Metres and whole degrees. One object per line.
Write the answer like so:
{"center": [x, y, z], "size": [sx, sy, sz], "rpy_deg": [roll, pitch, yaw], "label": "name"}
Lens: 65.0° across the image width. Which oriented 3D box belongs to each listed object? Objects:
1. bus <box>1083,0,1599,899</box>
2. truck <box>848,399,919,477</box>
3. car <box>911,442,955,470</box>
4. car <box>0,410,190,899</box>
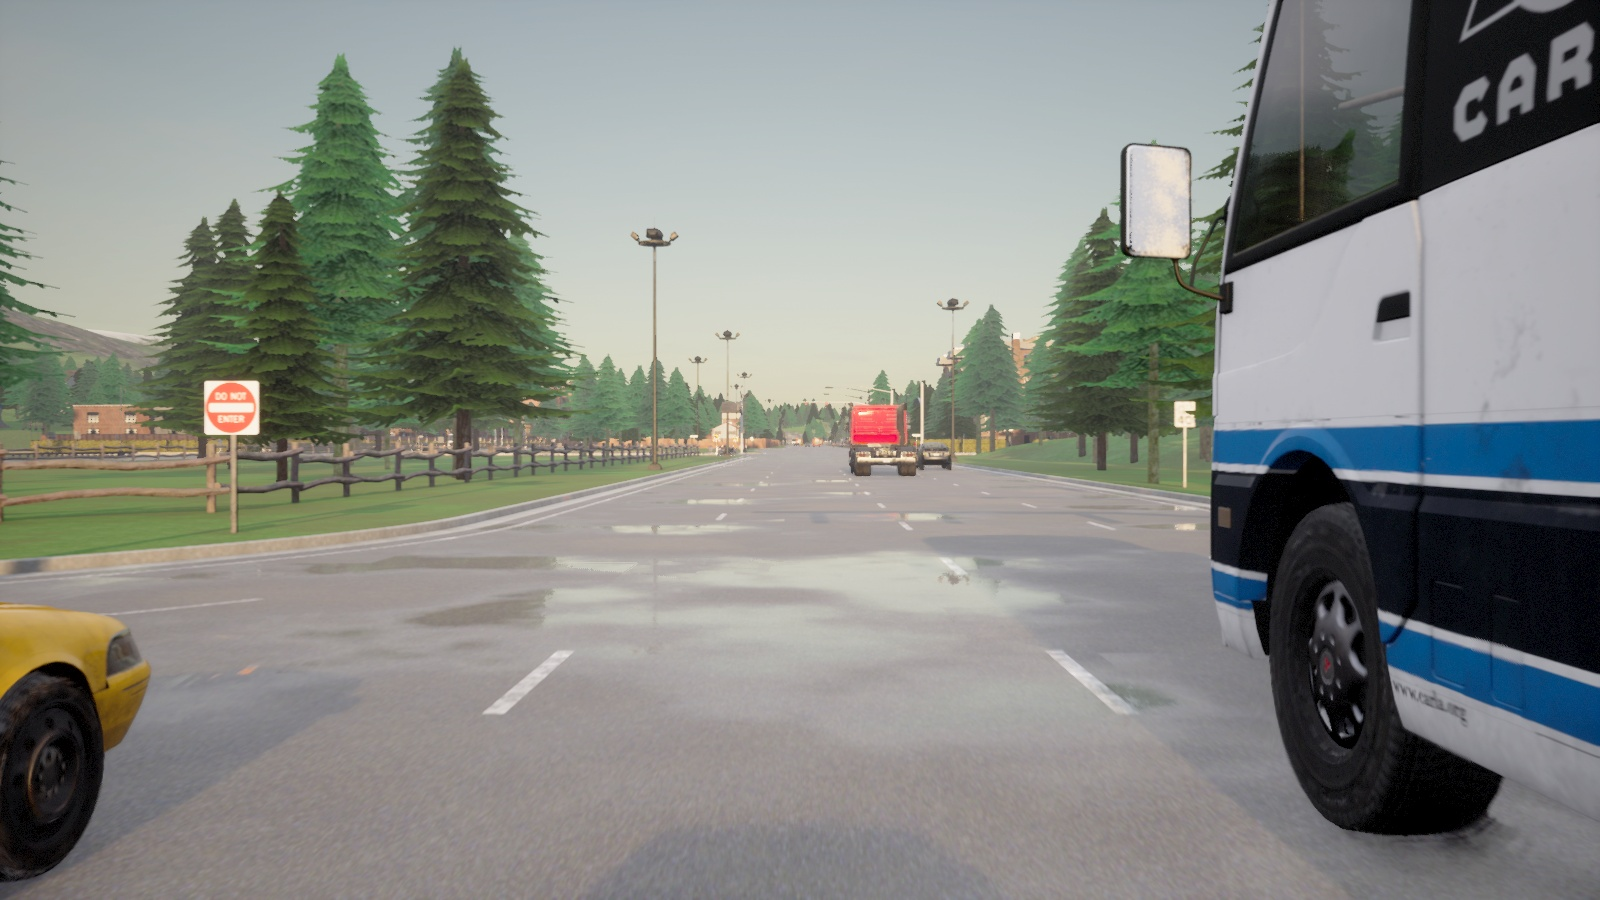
{"center": [3.527, -0.637, 1.851], "size": [3.944, 4.253, 10.273], "rpy_deg": [0, 0, 0], "label": "bus"}
{"center": [3.856, -0.563, 59.594], "size": [2.891, 3.462, 7.936], "rpy_deg": [0, 0, 0], "label": "truck"}
{"center": [7.417, 0.309, 70.348], "size": [2.007, 1.525, 4.514], "rpy_deg": [0, 0, 0], "label": "car"}
{"center": [-3.470, 0.668, 2.579], "size": [1.801, 1.575, 5.366], "rpy_deg": [0, 0, 0], "label": "car"}
